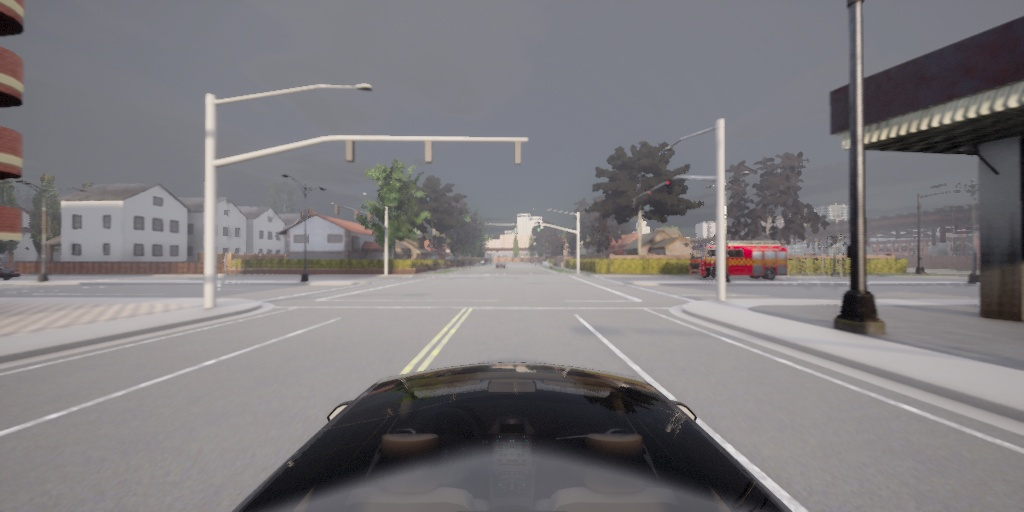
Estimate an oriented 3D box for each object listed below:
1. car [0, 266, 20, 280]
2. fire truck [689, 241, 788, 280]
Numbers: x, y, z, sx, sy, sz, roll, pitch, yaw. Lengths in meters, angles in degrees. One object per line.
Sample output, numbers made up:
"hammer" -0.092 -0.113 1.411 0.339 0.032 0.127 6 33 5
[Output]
"car" -50.240 1.597 33.977 5.357 1.411 2.033 0 -1 1
"fire truck" 22.692 0.409 36.275 8.468 3.827 2.891 0 -1 1
